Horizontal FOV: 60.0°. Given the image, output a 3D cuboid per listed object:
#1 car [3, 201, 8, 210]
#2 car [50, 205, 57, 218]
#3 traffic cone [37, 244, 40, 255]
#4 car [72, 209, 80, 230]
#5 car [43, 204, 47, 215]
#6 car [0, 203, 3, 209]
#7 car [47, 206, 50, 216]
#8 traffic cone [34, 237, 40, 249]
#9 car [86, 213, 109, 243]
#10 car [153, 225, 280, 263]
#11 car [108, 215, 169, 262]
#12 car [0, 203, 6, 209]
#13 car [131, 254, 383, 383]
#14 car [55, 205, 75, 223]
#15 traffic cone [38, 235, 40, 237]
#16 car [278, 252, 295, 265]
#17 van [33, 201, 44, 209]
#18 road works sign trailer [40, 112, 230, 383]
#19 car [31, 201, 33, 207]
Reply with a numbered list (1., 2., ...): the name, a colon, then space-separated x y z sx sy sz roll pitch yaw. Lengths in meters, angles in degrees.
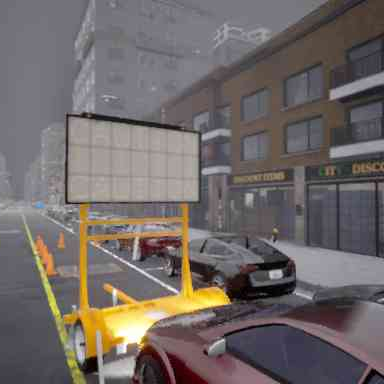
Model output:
1. car: -42.070 3.204 72.838 2.008 1.369 4.403 1 -1 -28
2. car: -14.660 2.417 37.967 2.008 1.369 4.403 1 -1 -28
3. traffic cone: -5.269 2.229 11.930 0.340 0.580 0.340 1 -1 -28
4. car: -6.954 2.115 23.316 1.802 1.307 4.206 1 -1 -28
5. car: -19.798 2.528 47.736 1.967 1.590 4.097 1 -1 -28
6. car: -29.465 2.661 48.875 2.008 1.369 4.403 1 -1 -28
7. car: -17.229 2.559 42.849 1.802 1.307 4.206 1 -1 -28
8. traffic cone: -6.200 2.269 13.699 0.340 0.580 0.340 1 -1 -28
9. car: -4.385 1.973 18.433 2.008 1.369 4.403 1 -1 -28
10. car: 0.752 1.767 8.666 1.947 1.339 4.313 1 -1 -28
11. car: -1.816 1.856 13.550 1.887 1.381 4.507 1 -1 -28
12. car: -44.715 3.311 77.865 1.887 1.381 4.507 1 -1 -28
13. car: 1.112 1.626 2.798 1.994 1.385 4.181 2 -2 -34
14. car: -12.092 2.306 33.084 2.008 1.369 4.403 1 -1 -28
15. traffic cone: -7.131 2.309 15.469 0.340 0.580 0.340 1 -1 -28
16. car: 3.321 1.643 3.784 2.008 1.369 4.403 1 -1 -28
17. van: -34.972 3.082 76.585 1.690 1.788 3.998 1 -1 -28
18. road works sign trailer: -0.974 0.596 5.634 2.380 3.560 2.880 1 -2 -34
19. car: -40.260 3.550 86.633 1.802 1.307 4.206 1 -1 -28
